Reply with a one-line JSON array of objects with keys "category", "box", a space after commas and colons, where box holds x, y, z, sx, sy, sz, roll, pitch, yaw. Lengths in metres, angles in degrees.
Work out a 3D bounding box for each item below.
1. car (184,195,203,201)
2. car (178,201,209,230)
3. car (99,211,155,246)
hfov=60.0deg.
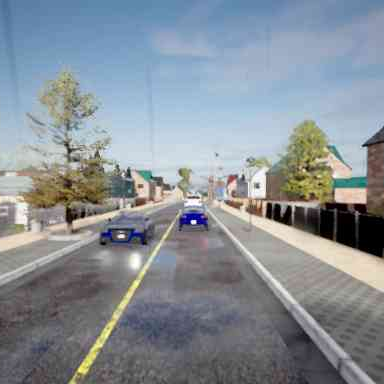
[{"category": "car", "box": [0.197, 1.355, 42.435, 2.150, 2.045, 5.566, 0, 0, 1]}, {"category": "car", "box": [0.096, 1.557, 21.284, 1.812, 1.442, 4.674, 0, 0, 0]}, {"category": "car", "box": [-2.839, 1.581, 15.288, 1.994, 1.385, 4.181, 0, 0, 0]}]
